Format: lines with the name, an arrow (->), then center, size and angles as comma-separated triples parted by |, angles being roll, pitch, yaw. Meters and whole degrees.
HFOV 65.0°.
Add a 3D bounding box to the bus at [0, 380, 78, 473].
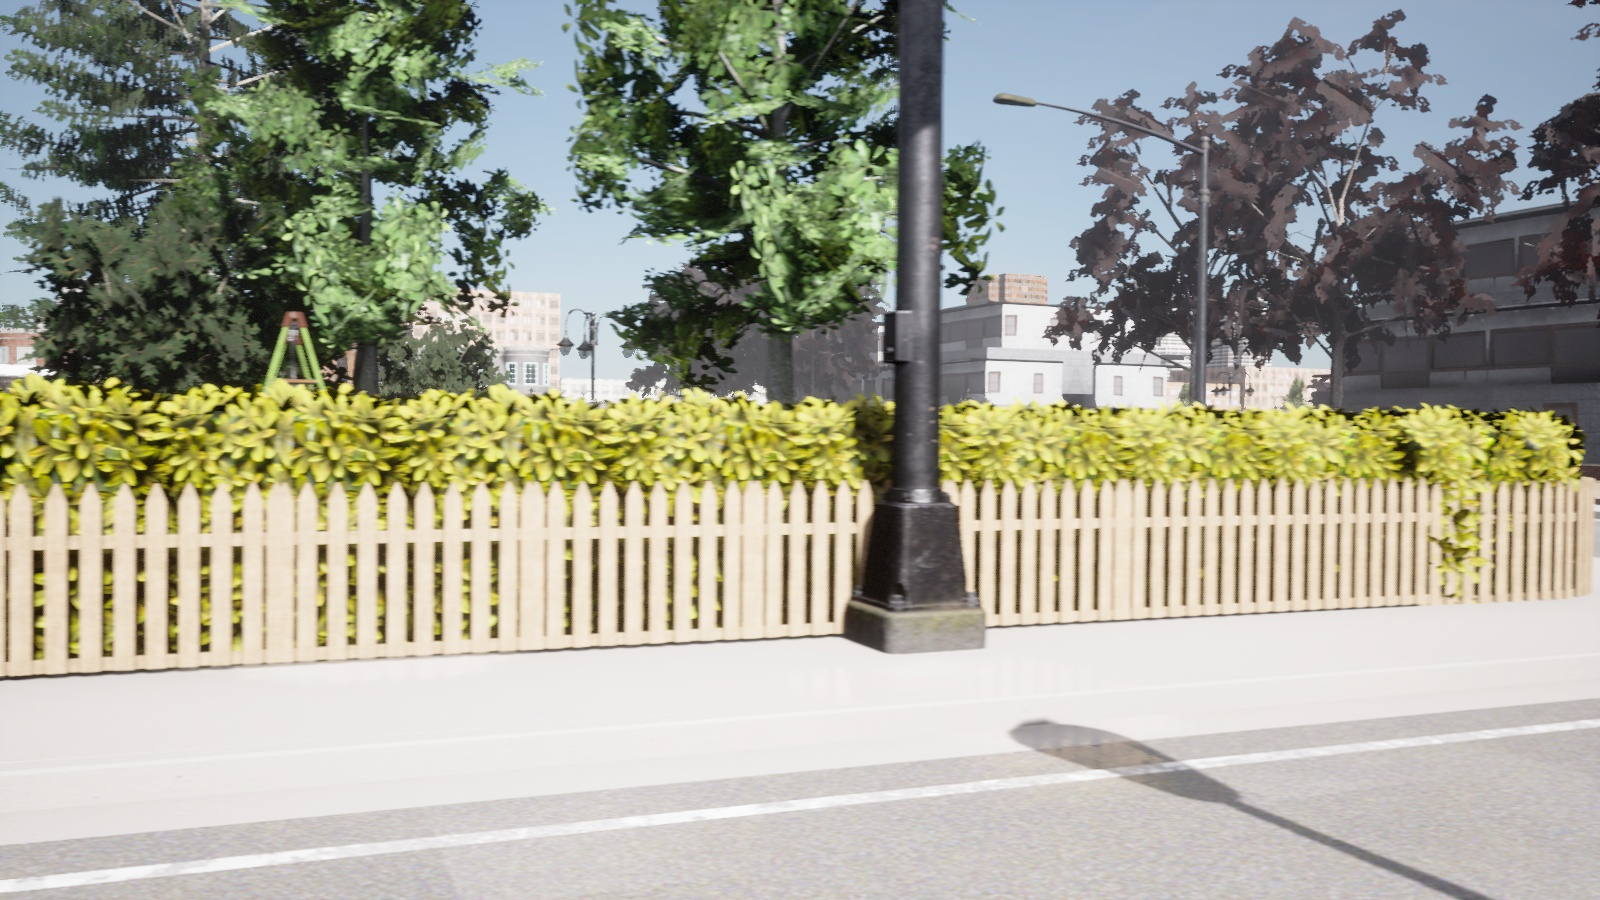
bus -> -39.801, -1.098, 58.423 | 10.273, 4.253, 3.944 | 0, 1, -22
